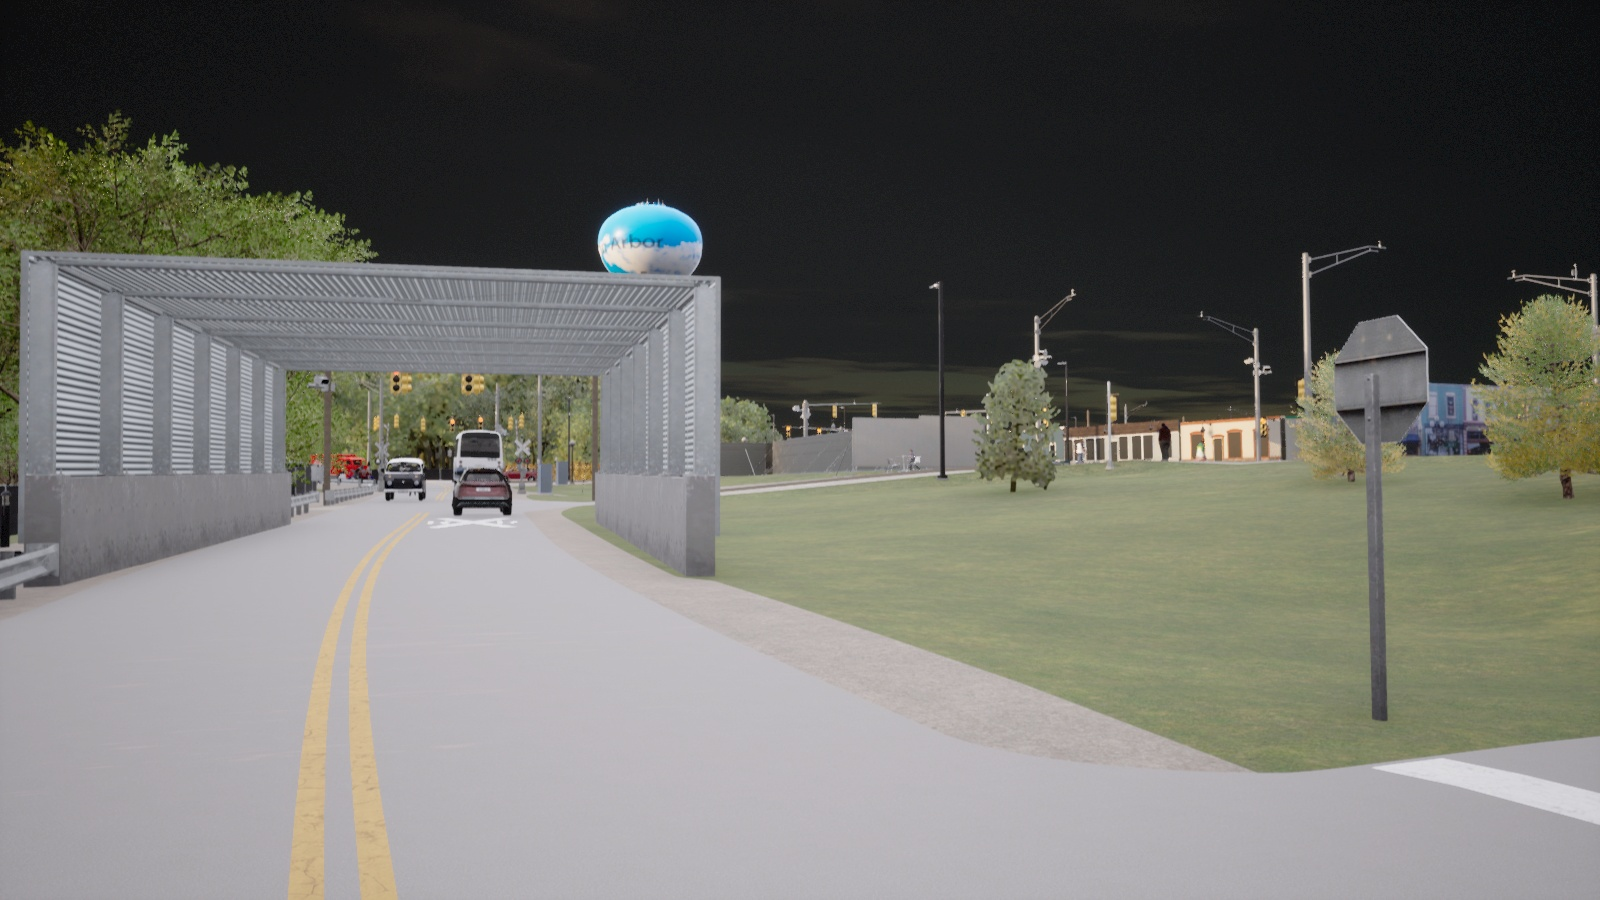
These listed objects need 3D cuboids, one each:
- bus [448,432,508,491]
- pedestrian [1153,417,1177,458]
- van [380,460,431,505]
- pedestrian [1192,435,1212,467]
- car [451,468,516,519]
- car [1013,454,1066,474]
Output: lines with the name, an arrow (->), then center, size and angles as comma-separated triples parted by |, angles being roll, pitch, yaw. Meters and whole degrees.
bus -> -24.565, 0.906, 95.379 | 3.944, 4.253, 10.273 | 1, -1, -17
pedestrian -> 17.004, -0.577, 58.517 | 0.634, 1.844, 0.899 | 0, -3, -21
van -> -19.061, 1.540, 60.804 | 2.069, 2.038, 4.480 | 0, -1, -14
pedestrian -> 24.413, 0.069, 76.229 | 0.873, 1.952, 0.659 | 0, -3, -26
car -> -10.957, 1.464, 43.309 | 2.033, 1.649, 4.856 | 0, -1, -15
car -> 18.117, 1.074, 95.281 | 1.994, 1.385, 4.181 | 0, -2, -21
